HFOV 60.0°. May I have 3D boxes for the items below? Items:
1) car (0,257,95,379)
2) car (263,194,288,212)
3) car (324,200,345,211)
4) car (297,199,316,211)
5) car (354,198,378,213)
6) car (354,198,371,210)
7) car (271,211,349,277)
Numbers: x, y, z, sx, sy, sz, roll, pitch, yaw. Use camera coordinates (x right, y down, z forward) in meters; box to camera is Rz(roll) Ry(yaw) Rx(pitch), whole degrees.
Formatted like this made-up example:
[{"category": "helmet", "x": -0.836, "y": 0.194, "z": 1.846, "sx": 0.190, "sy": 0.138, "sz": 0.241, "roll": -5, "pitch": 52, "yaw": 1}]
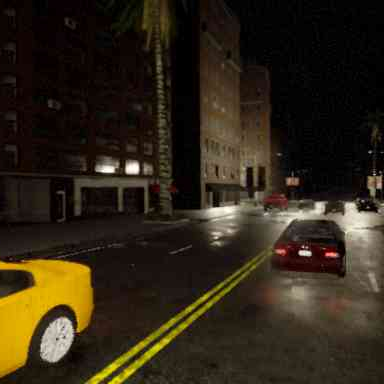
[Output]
[{"category": "car", "x": -3.193, "y": 1.499, "z": 3.411, "sx": 1.882, "sy": 1.535, "sz": 5.008, "roll": 0, "pitch": 0, "yaw": 25}, {"category": "car", "x": 10.294, "y": 1.307, "z": 40.739, "sx": 2.150, "sy": 2.045, "sz": 5.566, "roll": 0, "pitch": -1, "yaw": 25}, {"category": "car", "x": 14.707, "y": 1.567, "z": 34.302, "sx": 1.812, "sy": 1.442, "sz": 4.674, "roll": 0, "pitch": 0, "yaw": 25}, {"category": "car", "x": 14.829, "y": 1.623, "z": 42.823, "sx": 2.033, "sy": 1.411, "sz": 5.357, "roll": 0, "pitch": 0, "yaw": 25}, {"category": "car", "x": 19.443, "y": 1.599, "z": 36.944, "sx": 1.994, "sy": 1.385, "sz": 4.181, "roll": 0, "pitch": 0, "yaw": 25}, {"category": "car", "x": 23.540, "y": 1.563, "z": 46.061, "sx": 1.837, "sy": 1.490, "sz": 4.892, "roll": 0, "pitch": 0, "yaw": 25}, {"category": "car", "x": 3.815, "y": 1.551, "z": 10.446, "sx": 2.033, "sy": 1.411, "sz": 5.357, "roll": 0, "pitch": 0, "yaw": 25}]
